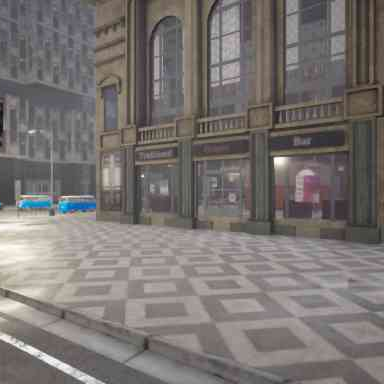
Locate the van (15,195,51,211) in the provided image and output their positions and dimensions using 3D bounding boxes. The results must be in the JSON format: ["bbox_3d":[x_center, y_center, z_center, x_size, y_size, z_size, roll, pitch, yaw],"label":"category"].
[{"bbox_3d":[-18.550,1.292,39.097,1.690,1.788,3.998,0,0,36],"label":"van"}]

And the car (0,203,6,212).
[{"bbox_3d":[-21.822,1.513,34.529,2.008,1.369,4.403,0,0,36],"label":"car"}]

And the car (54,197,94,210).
[{"bbox_3d":[-15.378,1.466,43.526,1.752,1.417,4.829,0,0,36],"label":"car"}]

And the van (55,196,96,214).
[{"bbox_3d":[-11.619,1.282,34.134,1.690,1.788,3.998,0,0,36],"label":"van"}]
